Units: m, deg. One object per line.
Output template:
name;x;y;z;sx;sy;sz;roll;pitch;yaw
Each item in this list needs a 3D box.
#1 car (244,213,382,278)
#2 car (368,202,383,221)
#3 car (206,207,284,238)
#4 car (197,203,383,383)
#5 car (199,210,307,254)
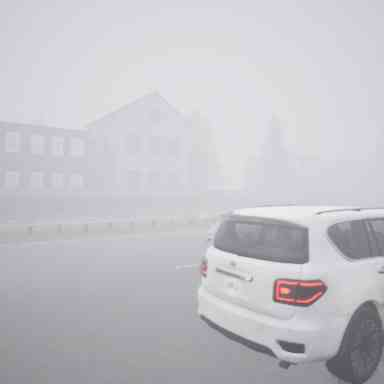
car;4.142;1.549;10.999;4.892;1.490;1.837;0;0;-36
car;17.525;1.669;29.142;4.674;1.442;1.812;0;0;-36
car;3.031;1.625;18.806;4.181;1.385;1.994;0;0;-36
car;2.679;1.246;5.656;5.566;2.045;2.150;0;0;-35
car;2.727;1.574;14.305;4.674;1.442;1.812;0;0;-36
